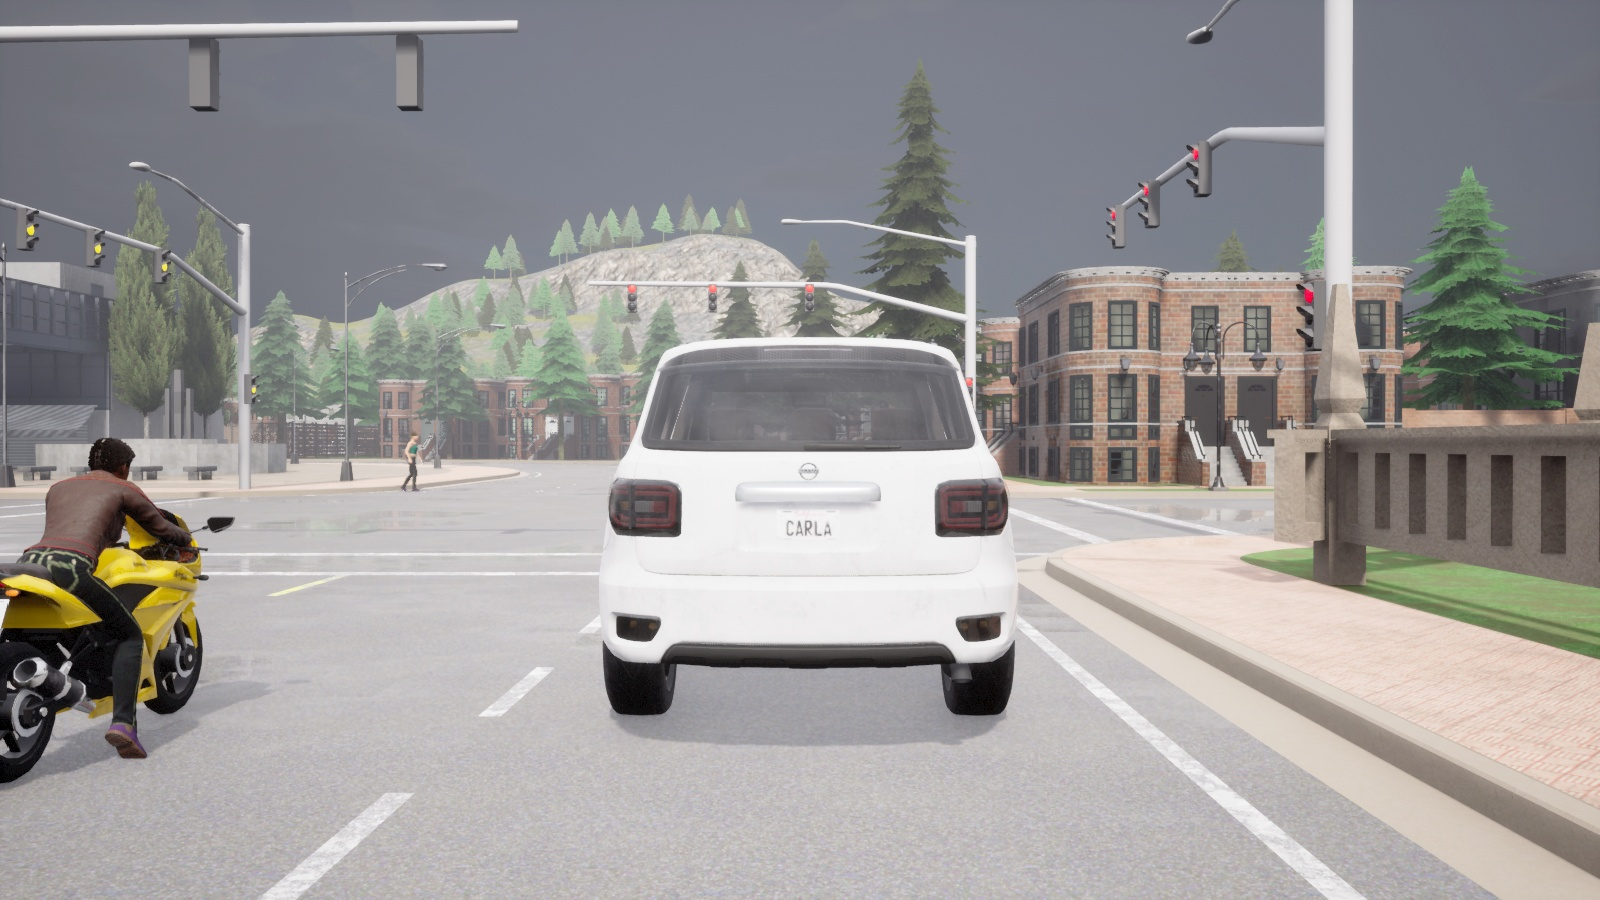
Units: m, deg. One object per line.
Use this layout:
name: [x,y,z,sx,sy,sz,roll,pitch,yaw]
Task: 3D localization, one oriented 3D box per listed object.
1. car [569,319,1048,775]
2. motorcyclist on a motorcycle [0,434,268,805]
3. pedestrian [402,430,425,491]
car: [0.058,0.418,8.421,2.150,2.045,5.566,0,0,0]
motorcyclist on a motorcycle: [-3.453,0.691,6.178,0.797,1.523,2.044,0,0,0]
pedestrian: [-11.735,0.310,38.113,0.594,1.836,0.345,0,0,2]
